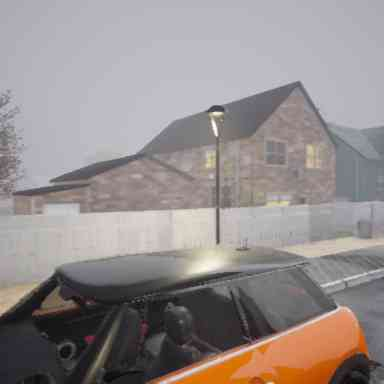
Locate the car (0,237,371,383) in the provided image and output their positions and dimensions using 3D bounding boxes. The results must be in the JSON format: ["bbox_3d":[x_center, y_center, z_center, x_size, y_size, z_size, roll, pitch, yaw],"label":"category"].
[{"bbox_3d":[-0.586,1.352,2.648,4.553,1.767,2.097,0,0,-35],"label":"car"}]
